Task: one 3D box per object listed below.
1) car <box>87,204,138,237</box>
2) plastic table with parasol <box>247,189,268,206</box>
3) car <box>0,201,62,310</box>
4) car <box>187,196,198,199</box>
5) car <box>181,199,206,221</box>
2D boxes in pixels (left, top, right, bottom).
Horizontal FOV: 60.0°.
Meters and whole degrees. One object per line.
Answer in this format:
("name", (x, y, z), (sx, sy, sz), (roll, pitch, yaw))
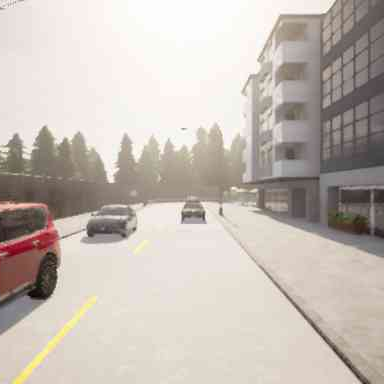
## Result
("car", (-4.060, 1.446, 17.587), (1.837, 1.490, 4.892), (0, 0, 0))
("plastic table with parasol", (9.231, 0.766, 47.373), (2.482, 2.480, 2.482), (0, 0, 0))
("car", (-4.068, 1.206, 5.446), (2.150, 2.045, 5.566), (0, 0, 0))
("car", (0.088, 1.356, 44.130), (1.837, 1.490, 4.892), (0, 0, 0))
("car", (0.095, 1.512, 26.472), (1.895, 1.301, 4.718), (0, 0, 0))
